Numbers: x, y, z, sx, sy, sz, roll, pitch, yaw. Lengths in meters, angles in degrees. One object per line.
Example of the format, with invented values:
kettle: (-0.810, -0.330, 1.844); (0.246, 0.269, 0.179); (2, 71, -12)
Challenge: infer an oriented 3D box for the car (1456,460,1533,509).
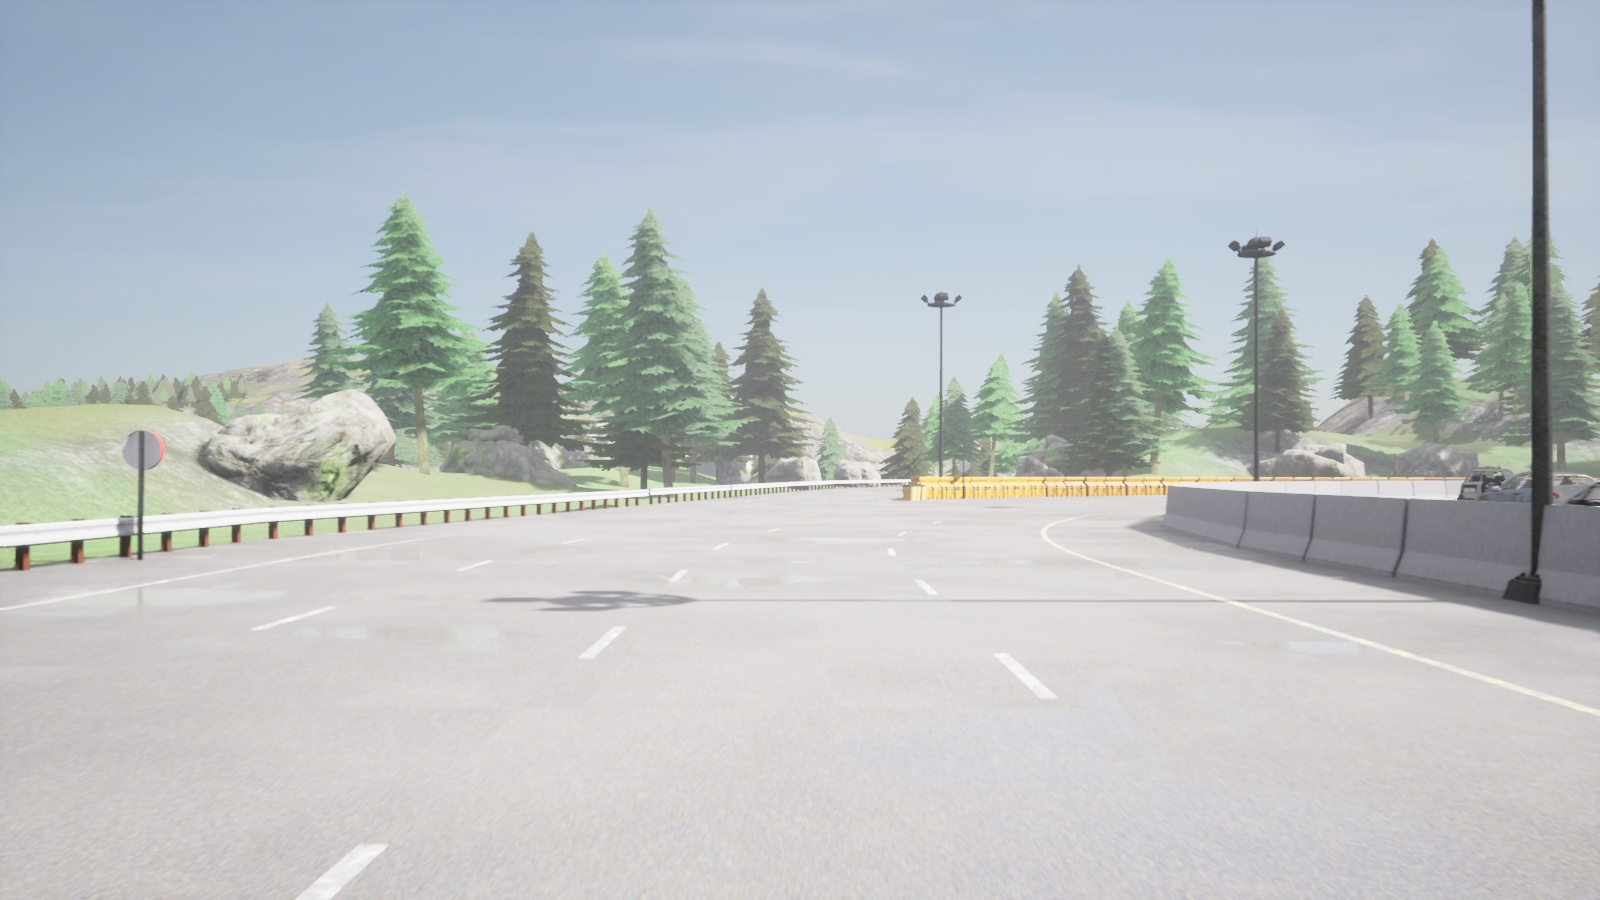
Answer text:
car: (27.637, 1.349, 49.909); (1.932, 1.855, 4.605); (-1, -2, 38)

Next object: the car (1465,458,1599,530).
car: (18.582, 1.044, 31.367); (2.152, 1.651, 5.027); (-1, -1, 12)

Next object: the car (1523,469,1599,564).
car: (13.972, 1.087, 20.854); (1.789, 1.549, 3.705); (0, -1, 0)
